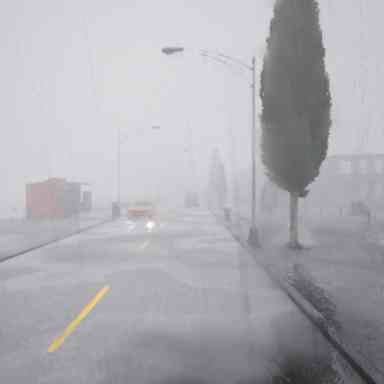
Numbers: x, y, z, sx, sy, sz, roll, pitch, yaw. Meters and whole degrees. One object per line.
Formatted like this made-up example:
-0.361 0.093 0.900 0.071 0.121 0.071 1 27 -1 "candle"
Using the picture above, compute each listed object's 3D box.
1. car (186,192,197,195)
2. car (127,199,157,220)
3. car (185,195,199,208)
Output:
-0.015 1.045 54.049 2.150 2.045 5.566 0 0 0 "car"
-4.085 1.387 27.732 1.882 1.535 5.008 0 0 0 "car"
-0.012 1.457 44.047 1.895 1.301 4.718 0 0 0 "car"
